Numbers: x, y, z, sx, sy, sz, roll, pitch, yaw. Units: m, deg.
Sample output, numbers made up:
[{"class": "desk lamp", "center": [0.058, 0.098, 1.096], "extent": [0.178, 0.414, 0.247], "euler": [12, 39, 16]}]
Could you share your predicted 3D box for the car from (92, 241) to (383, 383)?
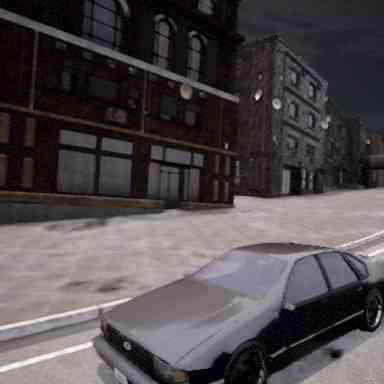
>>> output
[{"class": "car", "center": [1.325, 1.547, 5.174], "extent": [5.357, 1.411, 2.033], "euler": [0, 0, -39]}]
